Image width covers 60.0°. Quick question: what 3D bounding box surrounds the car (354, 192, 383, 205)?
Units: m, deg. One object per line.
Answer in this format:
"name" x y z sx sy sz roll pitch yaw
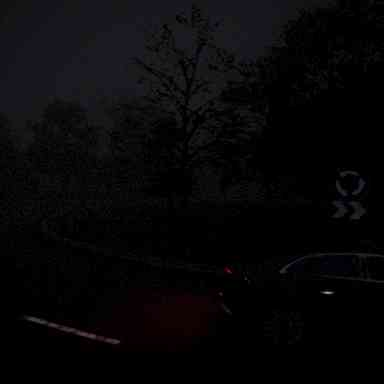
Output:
"car" 21.207 0.740 38.538 2.128 1.511 4.902 -1 2 -43

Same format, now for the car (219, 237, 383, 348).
"car" 2.903 1.557 5.411 4.902 1.511 2.128 1 2 14
